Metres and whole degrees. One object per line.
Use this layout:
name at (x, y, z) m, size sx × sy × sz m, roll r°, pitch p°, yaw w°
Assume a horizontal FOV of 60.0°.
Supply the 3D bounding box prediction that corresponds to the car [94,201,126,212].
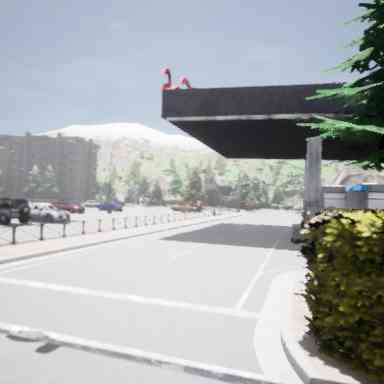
car at (-12.189, 2.191, 49.981) m, size 3.633 × 1.501 × 1.845 m, roll 1°, pitch -1°, yaw 18°

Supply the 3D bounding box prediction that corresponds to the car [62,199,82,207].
car at (-25.179, 2.312, 69.842) m, size 3.633 × 1.501 × 1.845 m, roll 1°, pitch -1°, yaw 18°

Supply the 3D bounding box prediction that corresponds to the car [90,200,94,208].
car at (-19.018, 2.397, 64.745) m, size 3.806 × 1.475 × 1.970 m, roll 1°, pitch -1°, yaw 18°

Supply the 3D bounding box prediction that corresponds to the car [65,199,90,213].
car at (-15.262, 1.838, 40.479) m, size 4.514 × 1.523 × 2.007 m, roll 1°, pitch -1°, yaw 18°

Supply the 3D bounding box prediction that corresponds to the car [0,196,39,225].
car at (-13.218, 1.263, 23.315) m, size 3.866 × 1.878 × 1.905 m, roll 1°, pitch -1°, yaw 18°

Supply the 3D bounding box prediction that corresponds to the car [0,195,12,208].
car at (-30.942, 1.418, 52.194) m, size 4.605 × 1.855 × 1.932 m, roll 1°, pitch -1°, yaw 18°

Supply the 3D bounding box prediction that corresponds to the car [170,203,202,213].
car at (-1.286, 2.772, 58.925) m, size 5.027 × 1.636 × 2.152 m, roll 1°, pitch -1°, yaw 18°

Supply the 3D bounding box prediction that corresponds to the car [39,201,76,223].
car at (-11.636, 1.671, 26.288) m, size 3.806 × 1.475 × 1.970 m, roll 1°, pitch -1°, yaw 18°

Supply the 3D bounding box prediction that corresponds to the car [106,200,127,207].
car at (-19.656, 3.022, 86.391) m, size 4.892 × 1.490 × 1.837 m, roll 1°, pitch -1°, yaw 17°

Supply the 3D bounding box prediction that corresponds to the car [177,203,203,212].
car at (-0.384, 2.884, 61.928) m, size 4.514 × 1.523 × 2.007 m, roll 1°, pitch -1°, yaw 18°
